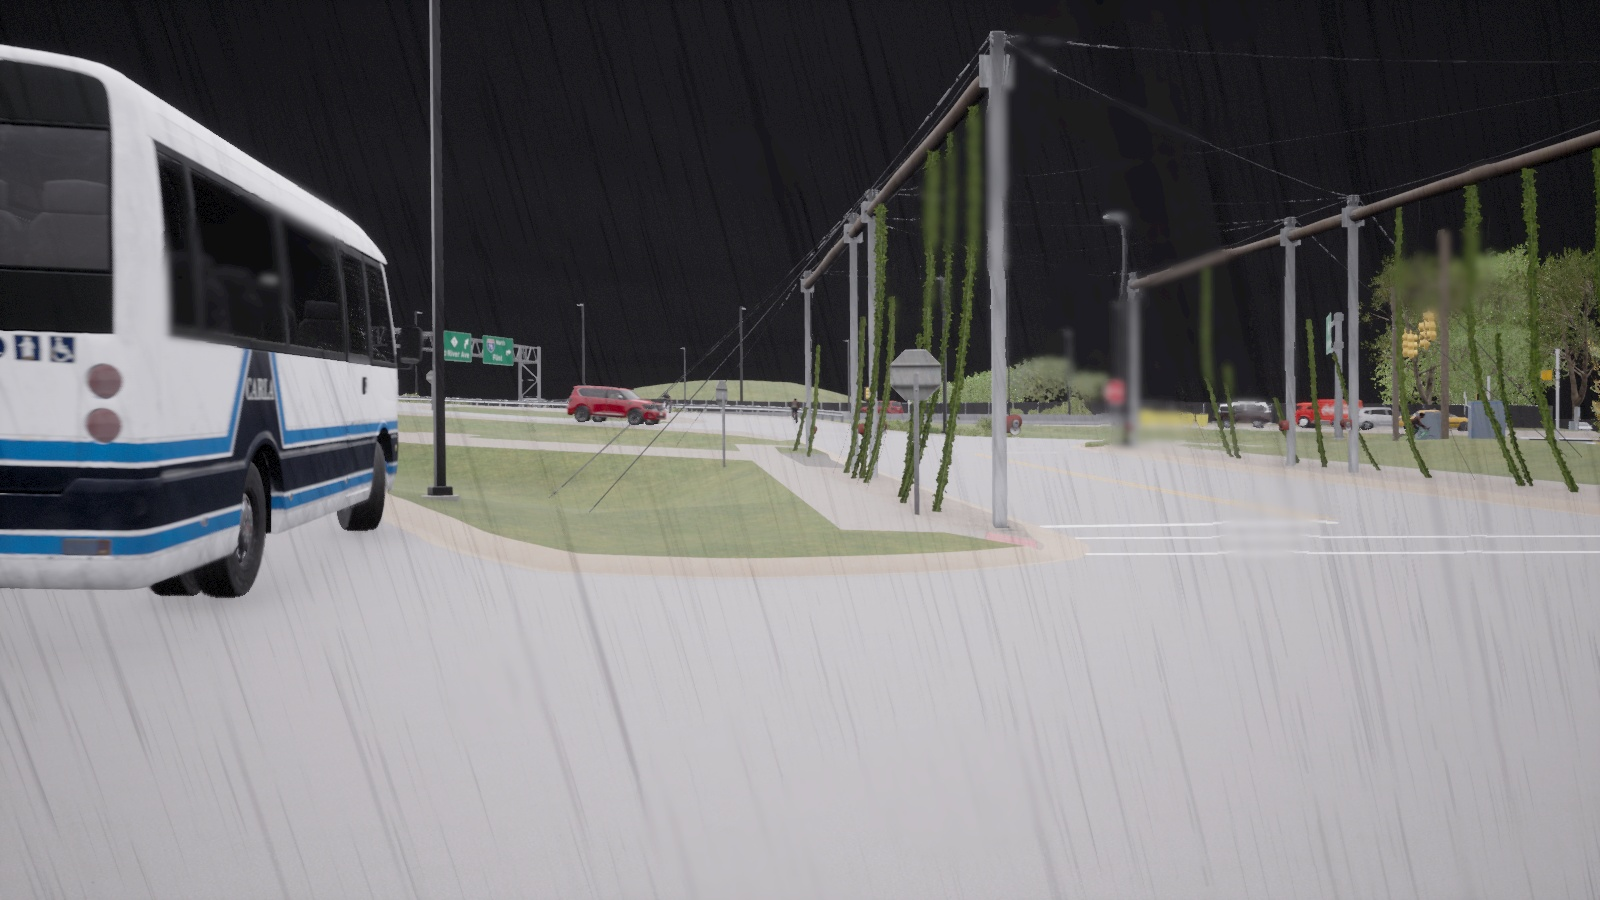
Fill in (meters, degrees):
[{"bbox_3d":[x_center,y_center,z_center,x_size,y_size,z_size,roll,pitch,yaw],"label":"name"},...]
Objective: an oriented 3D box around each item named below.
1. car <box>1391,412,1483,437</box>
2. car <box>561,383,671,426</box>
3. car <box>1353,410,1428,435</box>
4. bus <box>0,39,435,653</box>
[{"bbox_3d":[43.299,-1.742,85.477,5.366,1.575,1.801,2,1,20],"label":"car"},{"bbox_3d":[-10.166,-2.524,69.290,5.566,2.045,2.150,4,2,20],"label":"car"},{"bbox_3d":[42.081,-1.952,89.633,4.611,1.667,2.242,2,1,20],"label":"car"},{"bbox_3d":[-6.852,-0.945,13.740,3.944,4.253,10.273,2,2,-8],"label":"bus"}]
